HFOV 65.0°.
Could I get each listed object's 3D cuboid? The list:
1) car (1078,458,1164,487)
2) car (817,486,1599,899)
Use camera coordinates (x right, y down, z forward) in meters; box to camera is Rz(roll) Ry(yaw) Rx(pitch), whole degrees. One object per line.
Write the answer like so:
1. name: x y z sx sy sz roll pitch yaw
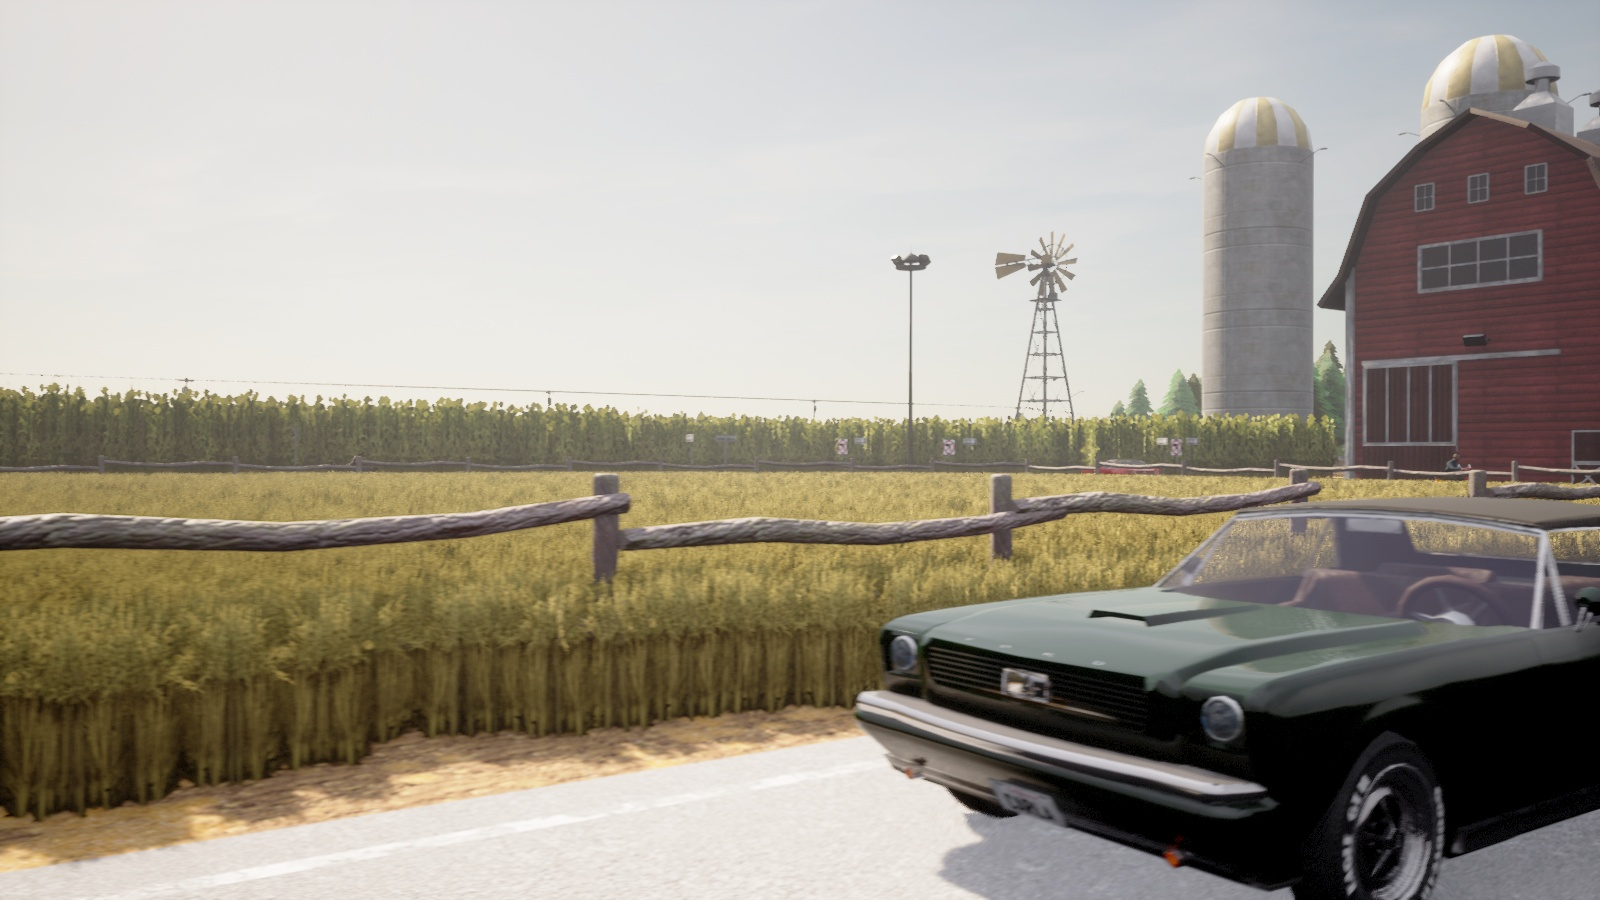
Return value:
1. car: 14.968 1.034 58.835 1.895 1.301 4.718 0 0 -14
2. car: 2.542 0.862 5.430 4.718 1.301 1.895 0 0 -35
